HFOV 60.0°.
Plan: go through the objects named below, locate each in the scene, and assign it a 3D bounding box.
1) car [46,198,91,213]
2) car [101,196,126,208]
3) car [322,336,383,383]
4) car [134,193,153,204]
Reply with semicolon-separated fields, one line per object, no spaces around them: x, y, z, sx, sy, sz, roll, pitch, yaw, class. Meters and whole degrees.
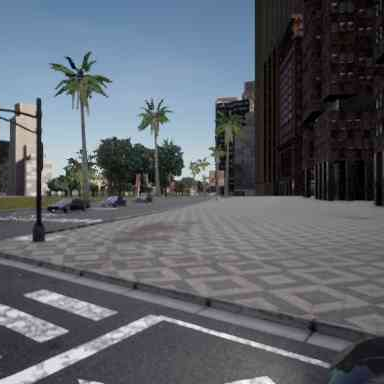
-12.527;1.355;34.232;2.033;1.411;5.357;0;0;14;car
-10.225;1.247;43.988;1.812;1.442;4.674;0;1;13;car
3.119;1.505;1.486;4.892;1.490;1.837;0;0;34;car
-7.973;0.975;54.765;2.097;1.767;4.553;0;1;11;car
